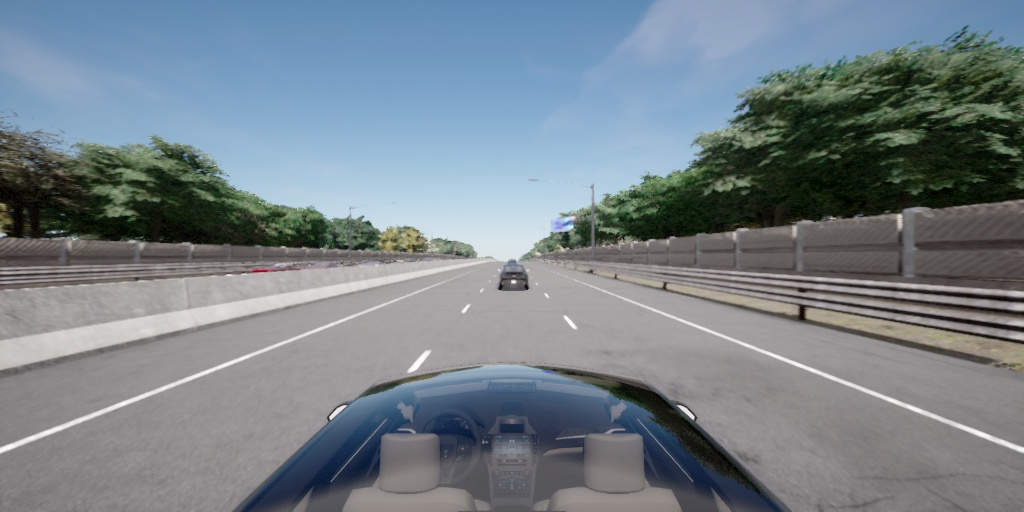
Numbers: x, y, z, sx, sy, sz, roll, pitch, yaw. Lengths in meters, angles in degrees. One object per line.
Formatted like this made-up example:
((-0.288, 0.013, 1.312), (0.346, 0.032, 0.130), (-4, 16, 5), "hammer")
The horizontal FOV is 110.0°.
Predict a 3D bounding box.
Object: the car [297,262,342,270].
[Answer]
((-17.574, 1.275, 33.581), (1.812, 1.442, 4.674), (0, 0, 0), "car")

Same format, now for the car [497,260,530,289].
((0.097, 1.257, 23.320), (1.837, 1.490, 4.892), (0, 0, 0), "car")

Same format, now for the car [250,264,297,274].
((-21.074, 1.351, 32.247), (1.895, 1.301, 4.718), (0, 0, 0), "car")

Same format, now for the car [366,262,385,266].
((-14.070, 1.298, 36.749), (2.033, 1.411, 5.357), (0, 0, 0), "car")
